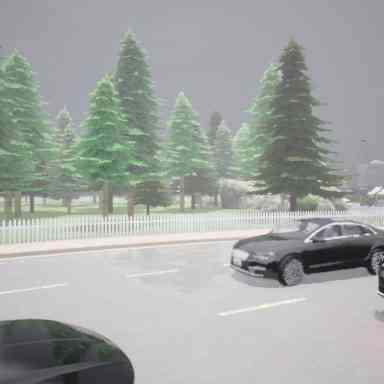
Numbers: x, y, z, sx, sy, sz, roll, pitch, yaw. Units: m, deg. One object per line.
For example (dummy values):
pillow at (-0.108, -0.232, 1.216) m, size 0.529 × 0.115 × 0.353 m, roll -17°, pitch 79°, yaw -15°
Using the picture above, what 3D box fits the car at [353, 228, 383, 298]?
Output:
car at (5.680, 1.492, 6.134) m, size 4.902 × 1.511 × 2.128 m, roll 0°, pitch 0°, yaw -23°

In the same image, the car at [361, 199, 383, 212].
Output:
car at (23.111, 1.581, 41.123) m, size 1.812 × 1.442 × 4.674 m, roll 0°, pitch 0°, yaw -3°

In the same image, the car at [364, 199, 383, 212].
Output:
car at (19.910, 1.619, 36.072) m, size 1.994 × 1.385 × 4.181 m, roll 0°, pitch 0°, yaw -3°

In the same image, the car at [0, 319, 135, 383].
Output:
car at (-2.678, 1.478, 1.653) m, size 5.008 × 1.535 × 1.882 m, roll 0°, pitch 0°, yaw -36°

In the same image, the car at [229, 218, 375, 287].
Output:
car at (3.417, 1.491, 9.231) m, size 4.902 × 1.511 × 2.128 m, roll 0°, pitch 0°, yaw -22°
